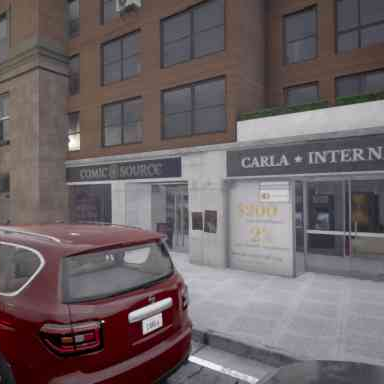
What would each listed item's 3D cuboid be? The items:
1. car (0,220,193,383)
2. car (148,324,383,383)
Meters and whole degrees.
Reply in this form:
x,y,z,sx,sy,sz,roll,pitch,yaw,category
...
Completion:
x,y,z,sx,sy,sz,roll,pitch,yaw,category
-2.314,1.318,4.509,5.009,1.841,2.192,0,-1,35,car
2.148,1.550,1.325,4.403,1.369,2.008,0,-1,35,car
